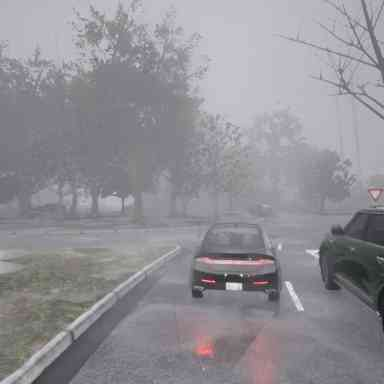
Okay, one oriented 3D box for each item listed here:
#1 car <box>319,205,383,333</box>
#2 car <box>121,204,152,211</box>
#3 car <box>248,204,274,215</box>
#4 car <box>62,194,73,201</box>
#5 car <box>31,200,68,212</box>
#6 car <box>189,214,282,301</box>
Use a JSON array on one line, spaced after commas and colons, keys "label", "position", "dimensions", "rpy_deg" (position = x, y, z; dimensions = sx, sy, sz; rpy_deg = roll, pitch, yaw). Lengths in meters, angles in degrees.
[{"label": "car", "position": [3.960, 1.237, 5.881], "dimensions": [2.150, 2.045, 5.566], "rpy_deg": [0, 0, 7]}, {"label": "car", "position": [-9.914, 2.711, 59.532], "dimensions": [5.357, 1.411, 2.033], "rpy_deg": [0, -1, 0]}, {"label": "car", "position": [8.776, 2.274, 42.318], "dimensions": [1.812, 1.442, 4.674], "rpy_deg": [0, -1, -13]}, {"label": "car", "position": [-32.660, 1.889, 85.412], "dimensions": [1.946, 1.575, 5.366], "rpy_deg": [0, 2, -12]}, {"label": "car", "position": [-22.339, 2.437, 51.769], "dimensions": [5.008, 1.535, 1.882], "rpy_deg": [1, -2, -37]}, {"label": "car", "position": [1.118, 1.531, 8.469], "dimensions": [2.128, 1.511, 4.902], "rpy_deg": [0, -1, 8]}]
